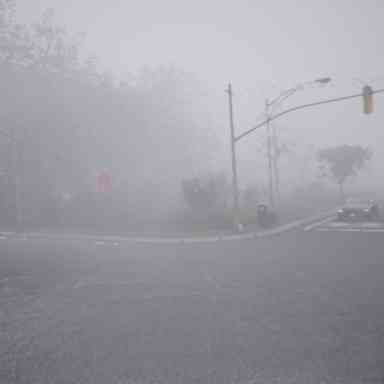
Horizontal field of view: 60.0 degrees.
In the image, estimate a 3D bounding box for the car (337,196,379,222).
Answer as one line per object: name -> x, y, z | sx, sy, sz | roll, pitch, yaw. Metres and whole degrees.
car -> 10.473, 0.977, 20.872 | 1.812, 1.442, 4.674 | -3, 0, 36
